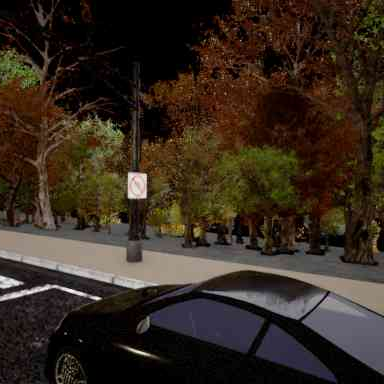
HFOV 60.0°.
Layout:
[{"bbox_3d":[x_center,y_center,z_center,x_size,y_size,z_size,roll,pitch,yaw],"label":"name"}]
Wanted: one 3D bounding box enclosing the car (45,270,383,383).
[{"bbox_3d":[0.368,1.563,3.425,4.181,1.385,1.994,0,0,36],"label":"car"}]
